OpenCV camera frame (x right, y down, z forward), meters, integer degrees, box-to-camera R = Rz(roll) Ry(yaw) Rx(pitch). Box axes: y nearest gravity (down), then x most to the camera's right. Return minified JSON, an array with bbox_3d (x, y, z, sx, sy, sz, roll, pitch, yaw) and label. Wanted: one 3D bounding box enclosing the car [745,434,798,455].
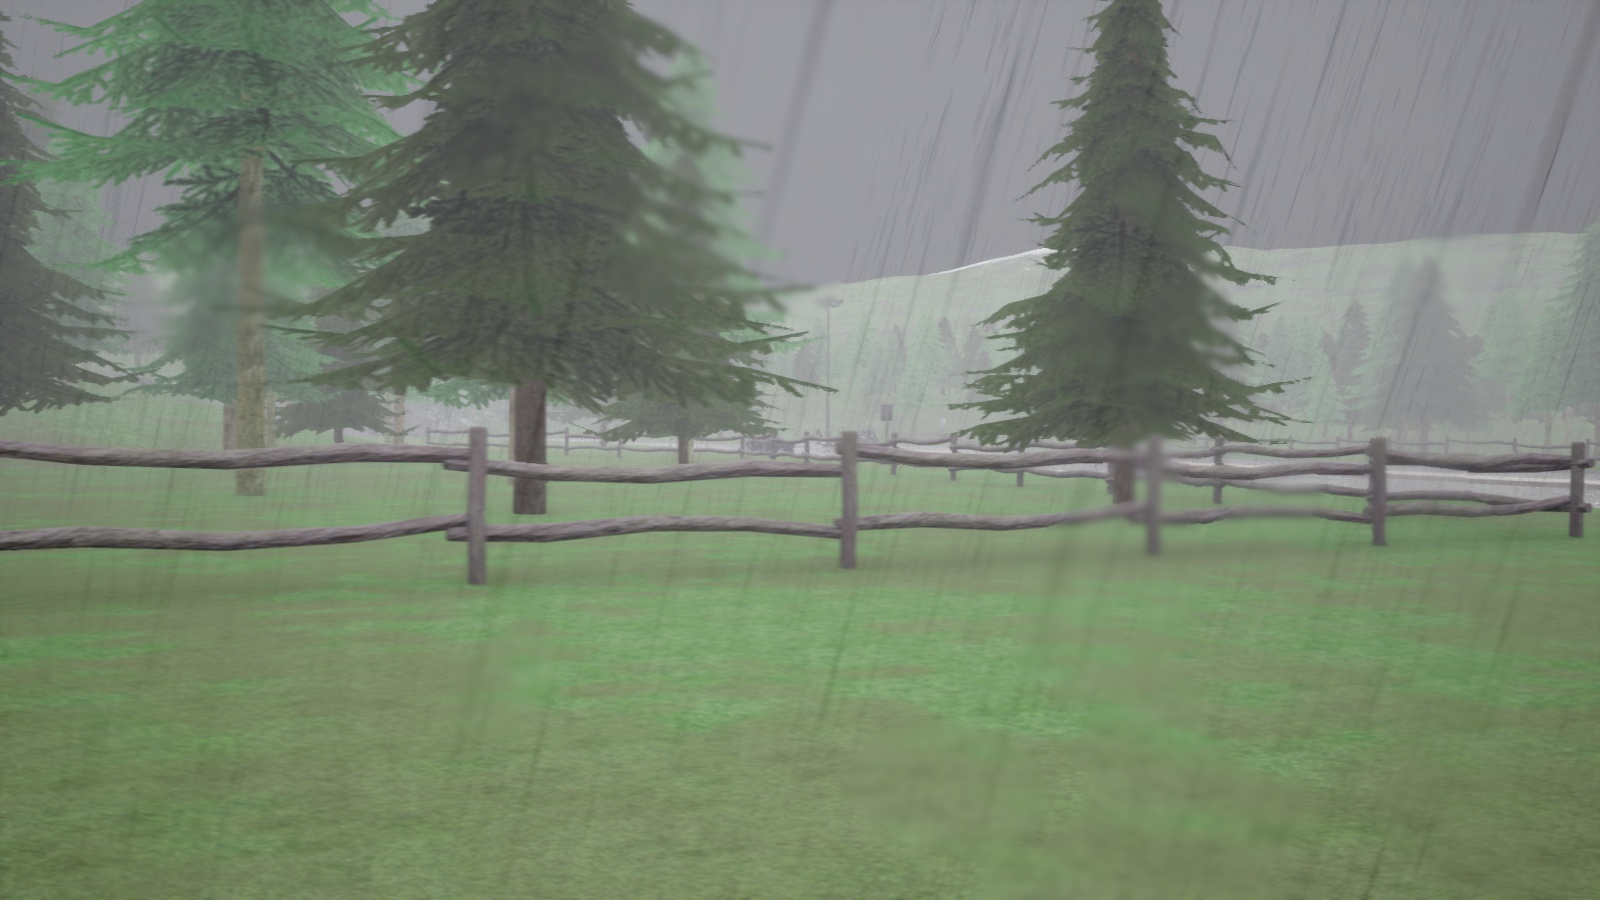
[{"bbox_3d":[-1.829,-0.374,79.404,1.895,1.301,4.718,-1,1,-20],"label":"car"}]
